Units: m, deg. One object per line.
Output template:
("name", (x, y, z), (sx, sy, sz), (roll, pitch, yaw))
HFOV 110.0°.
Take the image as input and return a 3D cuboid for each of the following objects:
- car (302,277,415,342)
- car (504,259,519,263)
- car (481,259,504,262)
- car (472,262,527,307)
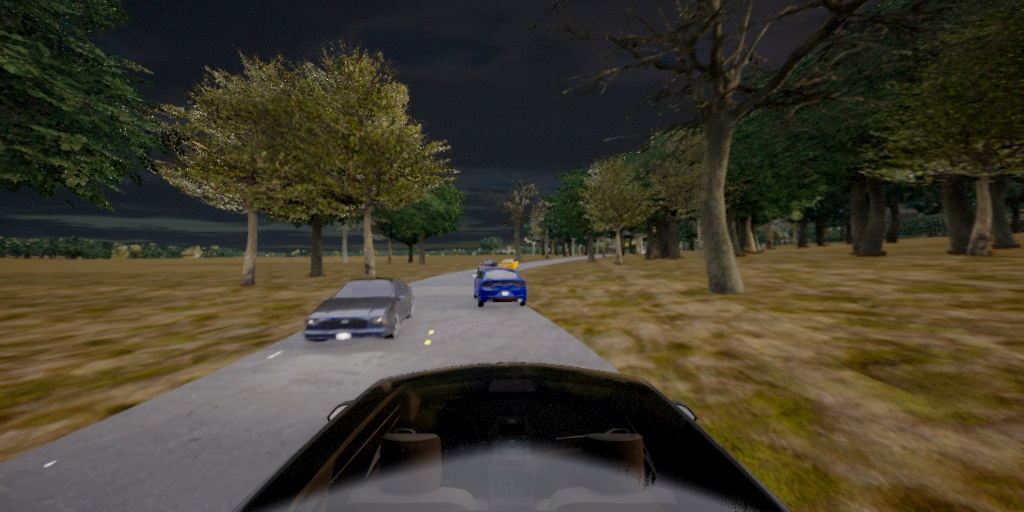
("car", (-3.938, 1.319, 10.240), (2.033, 1.411, 5.357), (0, 0, -8))
("car", (-0.284, 1.131, 51.512), (1.882, 1.535, 5.008), (-1, 1, 14))
("car", (-2.387, 1.220, 37.422), (2.128, 1.511, 4.902), (-1, 0, 5))
("car", (-0.637, 1.219, 15.598), (1.882, 1.535, 5.008), (0, 0, -9))
